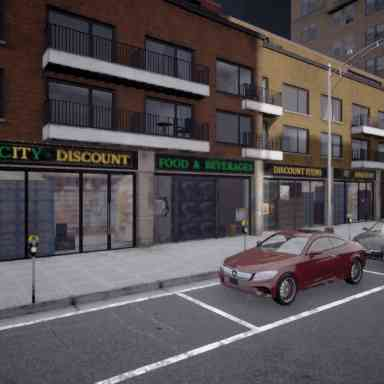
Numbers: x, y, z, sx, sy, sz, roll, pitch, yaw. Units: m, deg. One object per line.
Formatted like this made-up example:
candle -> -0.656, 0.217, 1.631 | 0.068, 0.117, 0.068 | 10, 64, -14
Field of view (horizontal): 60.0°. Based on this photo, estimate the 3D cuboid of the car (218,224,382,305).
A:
car -> 2.554, 1.582, 8.002 | 4.206, 1.307, 1.802 | 0, 0, -35

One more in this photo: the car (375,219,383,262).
car -> 7.051, 1.551, 11.202 | 4.403, 1.369, 2.008 | 0, 0, -35
